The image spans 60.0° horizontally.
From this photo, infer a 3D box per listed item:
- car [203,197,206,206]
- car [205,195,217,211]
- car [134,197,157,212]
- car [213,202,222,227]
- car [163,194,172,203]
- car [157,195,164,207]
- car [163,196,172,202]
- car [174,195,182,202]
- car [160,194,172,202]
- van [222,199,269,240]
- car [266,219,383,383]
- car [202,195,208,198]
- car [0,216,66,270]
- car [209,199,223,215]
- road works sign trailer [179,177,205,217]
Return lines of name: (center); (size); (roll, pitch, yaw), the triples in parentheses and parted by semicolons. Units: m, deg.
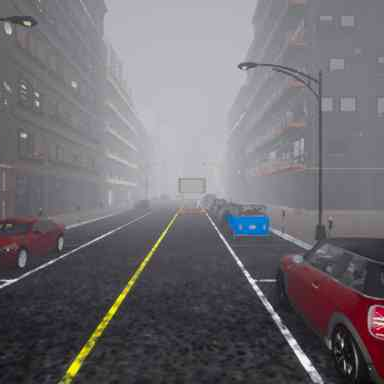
car: (2.692, 1.537, 39.188); (2.008, 1.369, 4.403); (0, 0, 0)
car: (2.692, 1.429, 33.553); (1.967, 1.590, 4.097); (0, 0, 0)
car: (-5.689, 1.552, 39.191); (1.947, 1.339, 4.313); (0, 0, 0)
car: (2.691, 1.560, 22.280); (1.947, 1.339, 4.313); (0, 0, 0)
car: (-5.689, 1.408, 67.375); (1.967, 1.590, 4.097); (0, 0, 0)
car: (-5.689, 1.505, 50.295); (1.752, 1.417, 4.829); (0, 0, 0)
car: (-5.690, 1.541, 78.648); (1.802, 1.307, 4.206); (0, 0, 0)
car: (-3.001, 1.444, 75.959); (1.812, 1.442, 4.674); (0, 0, 0)
car: (-5.688, 1.278, 73.011); (2.192, 1.841, 5.009); (0, 0, 0)
van: (2.692, 1.337, 16.643); (1.690, 1.788, 3.998); (0, 0, 0)
car: (2.692, 1.439, 5.370); (1.967, 1.590, 4.097); (0, 0, 0)
car: (2.693, 1.295, 50.461); (2.192, 1.841, 5.009); (0, 0, 0)
car: (-5.689, 1.542, 11.010); (1.887, 1.381, 4.507); (0, 0, 0)
car: (2.692, 1.537, 27.916); (1.887, 1.381, 4.507); (0, 0, 0)
road works sign trailer: (0.000, 0.455, 30.685); (2.380, 3.560, 2.880); (0, 0, 0)
